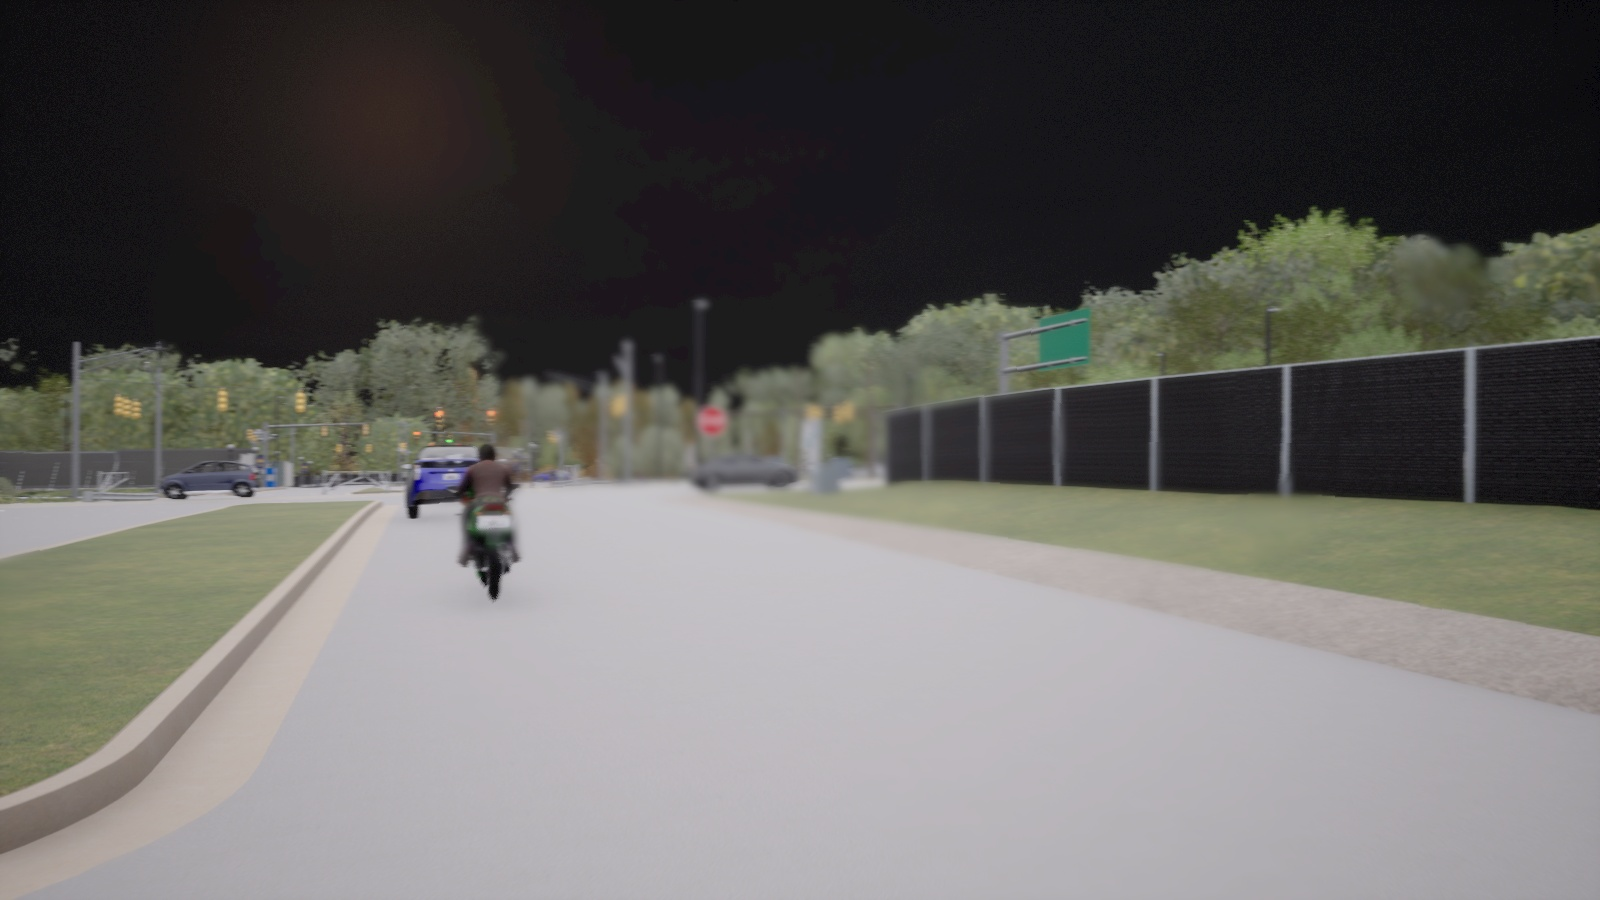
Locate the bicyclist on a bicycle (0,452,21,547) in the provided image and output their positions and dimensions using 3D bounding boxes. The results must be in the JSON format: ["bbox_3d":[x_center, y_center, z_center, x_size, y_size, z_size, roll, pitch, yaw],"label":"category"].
[{"bbox_3d":[-13.918,0.839,21.451,0.582,1.620,1.656,0,0,-15],"label":"bicyclist on a bicycle"}]

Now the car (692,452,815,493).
[{"bbox_3d":[-1.754,0.828,46.698,4.181,1.385,1.994,-1,0,-16],"label":"car"}]

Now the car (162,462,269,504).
[{"bbox_3d":[-23.802,1.352,51.273,3.705,1.549,1.789,-2,-3,-16],"label":"car"}]

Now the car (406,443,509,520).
[{"bbox_3d":[-7.565,0.651,27.609,2.007,1.525,4.514,-1,0,-16],"label":"car"}]

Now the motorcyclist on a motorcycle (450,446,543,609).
[{"bbox_3d":[-3.136,0.721,12.839,0.797,1.523,2.044,0,0,-17],"label":"motorcyclist on a motorcycle"}]
